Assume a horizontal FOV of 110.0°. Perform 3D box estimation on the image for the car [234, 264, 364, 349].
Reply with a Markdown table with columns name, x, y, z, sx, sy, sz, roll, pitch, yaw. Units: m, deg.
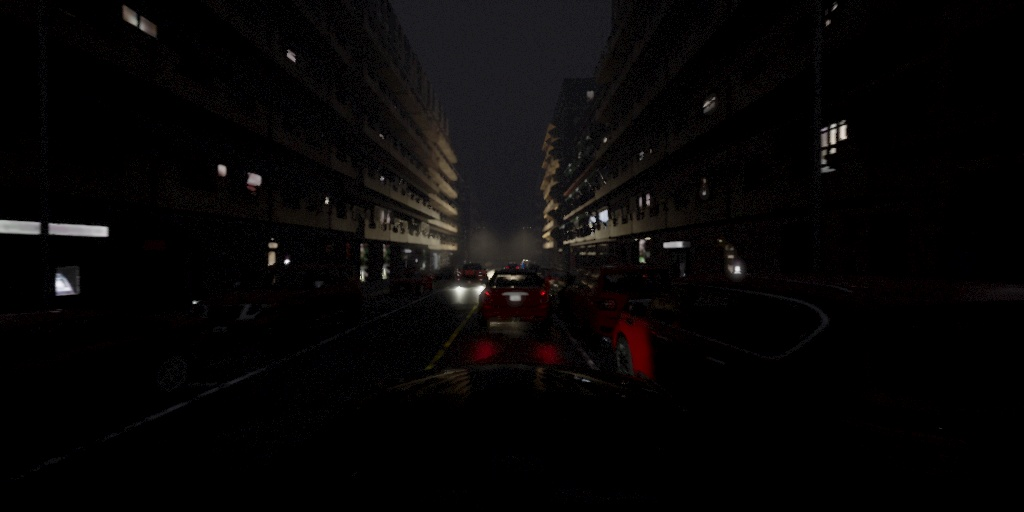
| name | x | y | z | sx | sy | sz | roll | pitch | yaw |
| --- | --- | --- | --- | --- | --- | --- | --- | --- | --- |
| car | -5.693 | 1.134 | 9.521 | 2.192 | 1.841 | 5.009 | 0 | 0 | 0 |

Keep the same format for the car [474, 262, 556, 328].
| name | x | y | z | sx | sy | sz | roll | pitch | yaw |
| --- | --- | --- | --- | --- | --- | --- | --- | --- | --- |
| car | 0.065 | 1.192 | 11.947 | 2.097 | 1.767 | 4.553 | 0 | -1 | -1 |

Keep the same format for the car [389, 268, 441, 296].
| name | x | y | z | sx | sy | sz | roll | pitch | yaw |
| --- | --- | --- | --- | --- | --- | --- | --- | --- | --- |
| car | -5.696 | 1.462 | 20.851 | 1.888 | 1.381 | 4.507 | 0 | 0 | 0 |

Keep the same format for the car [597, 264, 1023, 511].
| name | x | y | z | sx | sy | sz | roll | pitch | yaw |
| --- | --- | --- | --- | --- | --- | --- | --- | --- | --- |
| car | 2.656 | 1.084 | 3.918 | 2.192 | 1.841 | 5.009 | 0 | 0 | 0 |

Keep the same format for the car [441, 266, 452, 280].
| name | x | y | z | sx | sy | sz | roll | pitch | yaw |
| --- | --- | --- | --- | --- | --- | --- | --- | --- | --- |
| car | -5.698 | 1.578 | 32.181 | 1.948 | 1.339 | 4.313 | 0 | 0 | 0 |

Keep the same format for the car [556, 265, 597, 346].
| name | x | y | z | sx | sy | sz | roll | pitch | yaw |
| --- | --- | --- | --- | --- | --- | --- | --- | --- | --- |
| car | 2.655 | 1.134 | 9.584 | 2.192 | 1.841 | 5.009 | 0 | 0 | 0 |

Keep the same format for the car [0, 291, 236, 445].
| name | x | y | z | sx | sy | sz | roll | pitch | yaw |
| --- | --- | --- | --- | --- | --- | --- | --- | --- | --- |
| car | -5.692 | 1.314 | 3.858 | 1.888 | 1.381 | 4.507 | 0 | 0 | 0 |

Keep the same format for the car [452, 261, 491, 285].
| name | x | y | z | sx | sy | sz | roll | pitch | yaw |
| --- | --- | --- | --- | --- | --- | --- | --- | --- | --- |
| car | -3.084 | 1.331 | 28.221 | 2.097 | 1.767 | 4.553 | 0 | 0 | 0 |
